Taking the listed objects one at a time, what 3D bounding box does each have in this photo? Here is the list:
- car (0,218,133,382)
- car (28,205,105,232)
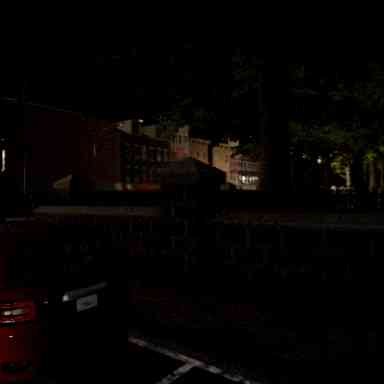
[{"bbox_3d":[-3.103,1.351,5.171,5.009,1.841,2.192,-1,-1,36],"label":"car"},{"bbox_3d":[-8.382,1.692,22.597,1.812,1.442,4.674,-1,-1,36],"label":"car"}]
